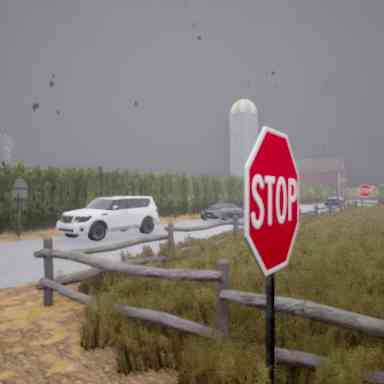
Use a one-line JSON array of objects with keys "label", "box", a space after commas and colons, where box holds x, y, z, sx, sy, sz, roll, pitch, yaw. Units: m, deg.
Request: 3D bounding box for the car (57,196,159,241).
[{"label": "car", "box": [-4.090, 1.219, 17.205, 2.150, 2.045, 5.566, 0, 0, 36]}]

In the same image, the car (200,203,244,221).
[{"label": "car", "box": [2.426, 1.549, 26.311, 1.994, 1.385, 4.181, 0, 0, 36]}]

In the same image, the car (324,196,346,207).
[{"label": "car", "box": [18.815, 1.303, 43.680, 1.837, 1.490, 4.892, 0, 0, 36]}]
